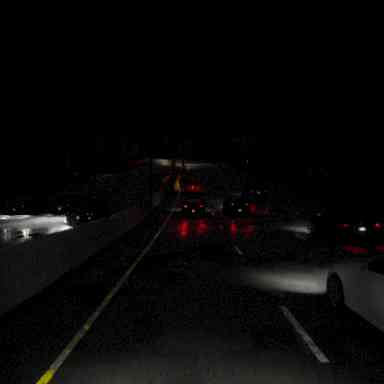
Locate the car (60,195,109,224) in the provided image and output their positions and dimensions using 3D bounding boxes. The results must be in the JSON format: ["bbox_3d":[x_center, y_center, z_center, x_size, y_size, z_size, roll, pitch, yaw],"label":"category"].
[{"bbox_3d":[-7.103,1.249,23.097,1.837,1.490,4.892,0,2,0],"label":"car"}]

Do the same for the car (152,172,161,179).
[{"bbox_3d":[-6.922,-3.164,63.327,1.882,1.535,5.008,0,7,0],"label":"car"}]

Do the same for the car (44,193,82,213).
[{"bbox_3d":[-10.602,0.921,29.081,2.128,1.511,4.902,0,4,0],"label":"car"}]

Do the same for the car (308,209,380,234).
[{"bbox_3d":[7.097,1.499,15.861,1.994,1.385,4.181,0,1,0],"label":"car"}]

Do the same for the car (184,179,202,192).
[{"bbox_3d":[0.095,-0.819,44.785,2.150,2.045,5.566,0,7,0],"label":"car"}]

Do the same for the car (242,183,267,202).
[{"bbox_3d":[7.092,-0.076,38.083,2.150,2.045,5.566,0,6,0],"label":"car"}]

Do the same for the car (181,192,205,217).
[{"bbox_3d":[0.094,1.093,26.790,1.812,1.442,4.674,0,3,0],"label":"car"}]

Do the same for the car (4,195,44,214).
[{"bbox_3d":[-14.105,0.986,28.659,1.812,1.442,4.674,0,3,0],"label":"car"}]

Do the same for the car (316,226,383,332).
[{"bbox_3d":[3.599,1.510,4.731,1.812,1.442,4.674,0,0,0],"label":"car"}]

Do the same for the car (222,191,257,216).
[{"bbox_3d":[3.594,1.028,27.374,2.128,1.511,4.902,0,3,0],"label":"car"}]
